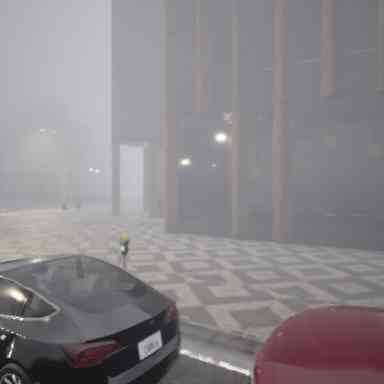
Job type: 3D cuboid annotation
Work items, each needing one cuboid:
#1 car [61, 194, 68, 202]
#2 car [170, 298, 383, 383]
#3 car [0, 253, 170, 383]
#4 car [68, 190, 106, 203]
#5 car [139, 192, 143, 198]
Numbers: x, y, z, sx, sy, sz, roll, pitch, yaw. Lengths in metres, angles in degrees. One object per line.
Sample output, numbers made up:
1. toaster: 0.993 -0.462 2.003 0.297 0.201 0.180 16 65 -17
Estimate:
1. car: -16.825 0.508 48.875 2.097 1.767 4.553 1 1 32
2. car: 2.609 1.284 1.314 5.009 1.841 2.192 0 1 32
3. car: -2.161 1.497 4.320 4.313 1.339 1.947 0 1 32
4. car: -14.430 0.805 46.595 1.895 1.301 4.718 1 1 32
5. car: -8.009 0.191 62.814 1.837 1.490 4.892 1 1 32
